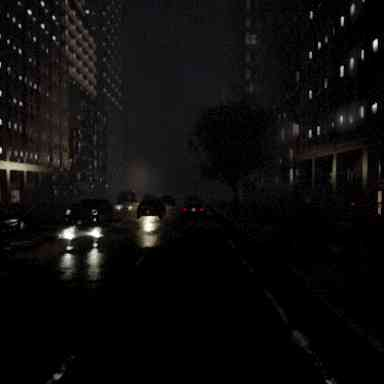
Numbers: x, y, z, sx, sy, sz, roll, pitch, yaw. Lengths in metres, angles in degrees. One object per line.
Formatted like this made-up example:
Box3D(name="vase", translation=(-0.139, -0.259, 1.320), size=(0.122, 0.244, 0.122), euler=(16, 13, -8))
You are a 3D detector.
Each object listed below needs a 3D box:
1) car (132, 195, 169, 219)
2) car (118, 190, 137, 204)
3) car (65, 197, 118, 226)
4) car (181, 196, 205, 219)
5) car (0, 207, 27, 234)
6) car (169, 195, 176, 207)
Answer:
Box3D(name="car", translation=(-3.168, 1.250, 26.462), size=(1.882, 1.535, 5.008), euler=(0, 1, 0))
Box3D(name="car", translation=(-9.815, 0.789, 50.523), size=(2.150, 2.045, 5.566), euler=(0, 0, 0))
Box3D(name="car", translation=(-6.535, 1.165, 21.632), size=(2.097, 1.767, 4.553), euler=(0, 1, 1))
Box3D(name="car", translation=(0.106, 1.318, 26.786), size=(2.033, 1.411, 5.357), euler=(0, 1, 0))
Box3D(name="car", translation=(-9.825, 1.425, 16.063), size=(1.994, 1.385, 4.181), euler=(0, 0, 0))
Box3D(name="car", translation=(-3.158, 1.104, 43.603), size=(1.882, 1.535, 5.008), euler=(0, 1, 0))
